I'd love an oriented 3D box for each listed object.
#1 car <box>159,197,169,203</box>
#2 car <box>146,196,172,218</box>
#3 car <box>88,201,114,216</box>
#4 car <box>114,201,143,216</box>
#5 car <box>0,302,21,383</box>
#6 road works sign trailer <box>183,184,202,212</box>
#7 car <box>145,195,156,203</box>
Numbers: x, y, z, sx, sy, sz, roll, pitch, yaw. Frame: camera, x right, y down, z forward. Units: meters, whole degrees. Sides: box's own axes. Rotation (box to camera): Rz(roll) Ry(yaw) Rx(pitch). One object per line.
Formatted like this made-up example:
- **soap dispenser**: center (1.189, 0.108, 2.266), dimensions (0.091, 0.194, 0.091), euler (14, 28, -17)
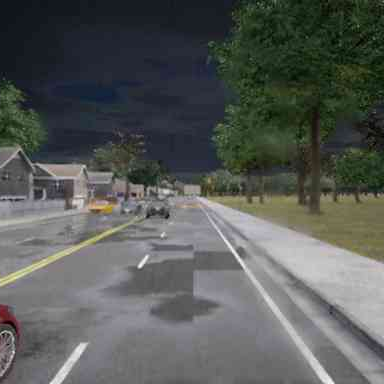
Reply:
- **car**: center (-6.449, 1.879, 77.072), dimensions (2.033, 1.411, 5.357), euler (0, 0, 0)
- **car**: center (-3.128, 1.571, 32.402), dimensions (2.097, 1.767, 4.553), euler (0, 0, 0)
- **car**: center (-9.812, 1.724, 36.277), dimensions (1.882, 1.535, 5.008), euler (0, 0, 0)
- **car**: center (-6.561, 1.737, 36.219), dimensions (2.128, 1.511, 4.902), euler (0, 0, 0)
- **car**: center (-3.149, 1.543, 2.411), dimensions (1.812, 1.442, 4.674), euler (0, 0, 0)
- **road works sign trailer**: center (0.029, 0.765, 44.077), dimensions (2.380, 3.560, 2.880), euler (0, 0, 0)
- **car**: center (-9.698, 1.528, 77.719), dimensions (2.097, 1.767, 4.553), euler (0, 0, 0)
